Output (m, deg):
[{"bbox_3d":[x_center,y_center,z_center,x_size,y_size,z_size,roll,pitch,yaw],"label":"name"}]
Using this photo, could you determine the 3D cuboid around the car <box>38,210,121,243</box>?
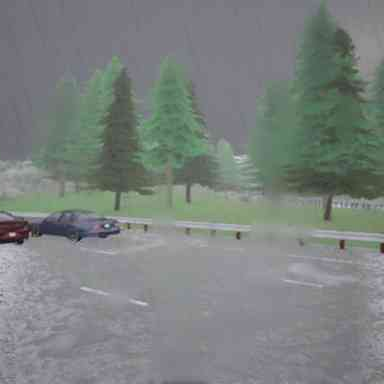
[{"bbox_3d":[-5.969,1.588,16.486,5.357,1.411,2.033,0,0,33],"label":"car"}]

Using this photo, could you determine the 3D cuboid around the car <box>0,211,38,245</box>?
[{"bbox_3d":[-9.082,1.501,14.295,5.008,1.535,1.882,0,0,33],"label":"car"}]
